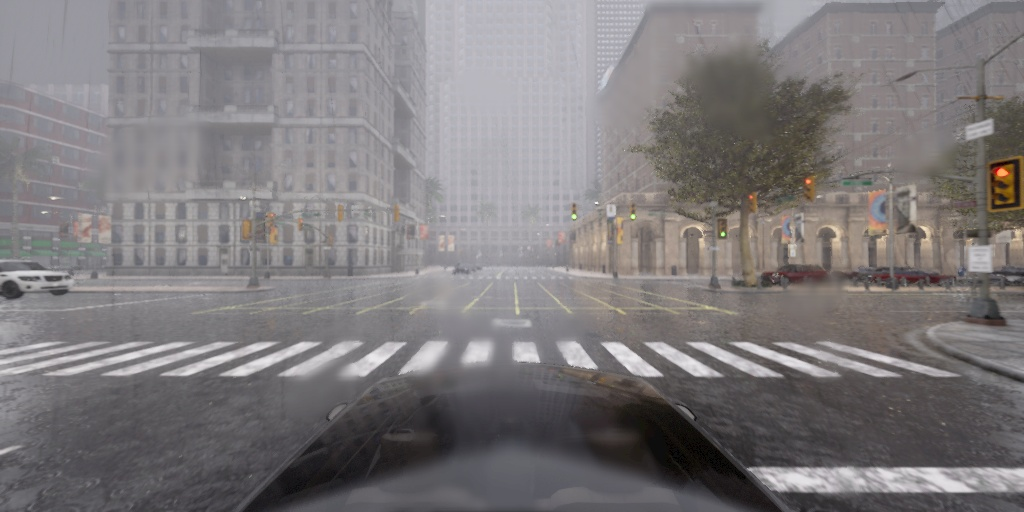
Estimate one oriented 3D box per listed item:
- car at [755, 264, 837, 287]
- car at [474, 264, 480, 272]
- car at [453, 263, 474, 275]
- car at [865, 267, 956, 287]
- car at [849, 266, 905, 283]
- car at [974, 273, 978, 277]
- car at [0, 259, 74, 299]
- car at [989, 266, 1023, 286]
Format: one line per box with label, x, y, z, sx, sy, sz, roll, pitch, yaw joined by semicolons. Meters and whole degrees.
car;21.396;1.427;27.354;4.553;1.767;2.097;0;-1;0
car;-7.061;1.976;60.390;2.128;1.511;4.902;0;-1;1
car;-7.107;1.725;51.347;2.097;1.767;4.553;0;-1;0
car;30.385;1.676;27.304;4.718;1.301;1.895;0;-1;0
car;32.482;1.624;30.794;4.892;1.490;1.837;0;-1;0
car;42.799;1.611;30.727;4.902;1.511;2.128;0;-1;1
car;-27.379;1.191;19.435;5.566;2.045;2.150;0;-1;2
car;40.371;1.567;27.245;4.902;1.511;2.128;0;-1;1
